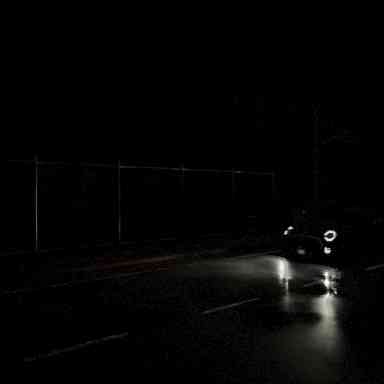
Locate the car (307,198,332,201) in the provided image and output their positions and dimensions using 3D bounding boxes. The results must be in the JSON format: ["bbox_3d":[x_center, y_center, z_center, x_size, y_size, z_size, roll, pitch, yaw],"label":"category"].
[{"bbox_3d":[12.721,1.408,31.583,2.097,1.767,4.553,0,0,-36],"label":"car"}]

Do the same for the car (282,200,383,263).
[{"bbox_3d":[5.367,1.352,12.066,4.553,1.767,2.097,0,0,-35],"label":"car"}]
